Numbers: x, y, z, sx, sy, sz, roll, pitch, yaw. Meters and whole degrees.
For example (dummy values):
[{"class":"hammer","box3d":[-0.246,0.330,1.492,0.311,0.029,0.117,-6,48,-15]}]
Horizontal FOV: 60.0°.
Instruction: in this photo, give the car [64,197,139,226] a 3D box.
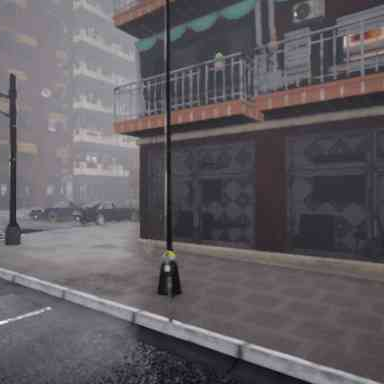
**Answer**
[{"class":"car","box3d":[-5.002,1.220,20.020,2.008,1.369,4.403,0,0,36]}]

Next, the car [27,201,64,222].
[{"class":"car","box3d":[-9.055,1.307,23.661,1.895,1.301,4.718,0,0,33]}]

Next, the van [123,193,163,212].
[{"class":"van","box3d":[-4.918,1.041,33.664,1.690,1.788,3.998,0,0,36]}]
